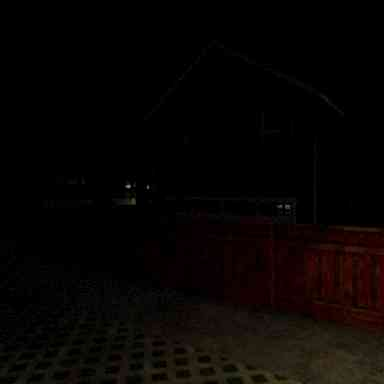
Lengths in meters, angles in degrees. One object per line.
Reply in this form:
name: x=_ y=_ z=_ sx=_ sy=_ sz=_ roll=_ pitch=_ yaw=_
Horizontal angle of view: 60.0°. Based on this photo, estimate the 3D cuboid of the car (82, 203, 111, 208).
car: x=-8.125 y=1.687 z=29.643 sx=1.882 sy=1.535 sz=5.008 roll=0 pitch=-1 yaw=15
